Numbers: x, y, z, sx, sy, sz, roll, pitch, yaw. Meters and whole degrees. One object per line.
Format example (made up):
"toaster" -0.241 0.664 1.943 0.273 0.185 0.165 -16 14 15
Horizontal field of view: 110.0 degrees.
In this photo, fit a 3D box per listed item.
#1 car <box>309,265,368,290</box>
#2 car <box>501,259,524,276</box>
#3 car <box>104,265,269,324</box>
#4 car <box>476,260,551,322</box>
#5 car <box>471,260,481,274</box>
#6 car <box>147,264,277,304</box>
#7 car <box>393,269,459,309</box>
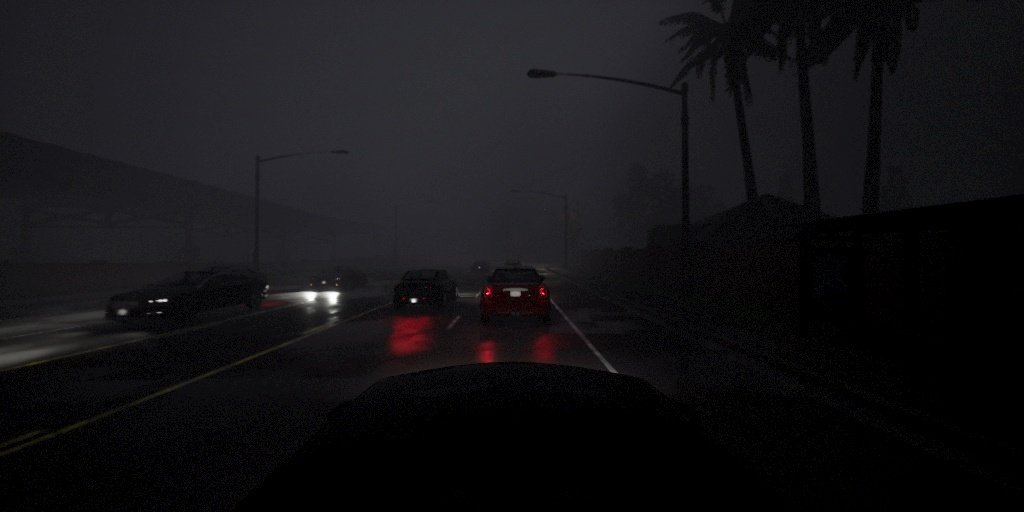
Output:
"car" -10.498 1.274 21.986 1.994 1.385 4.181 0 0 0
"car" 0.083 1.124 36.017 2.128 1.511 4.902 0 0 0
"car" -10.499 1.243 12.113 2.128 1.511 4.902 0 0 0
"car" 0.101 1.103 12.434 2.097 1.767 4.553 0 0 0
"car" -3.409 1.175 39.662 1.994 1.385 4.181 0 0 0
"car" -14.013 1.226 17.265 2.128 1.511 4.902 0 0 0
"car" -3.399 1.251 14.819 1.837 1.490 4.892 0 1 0
